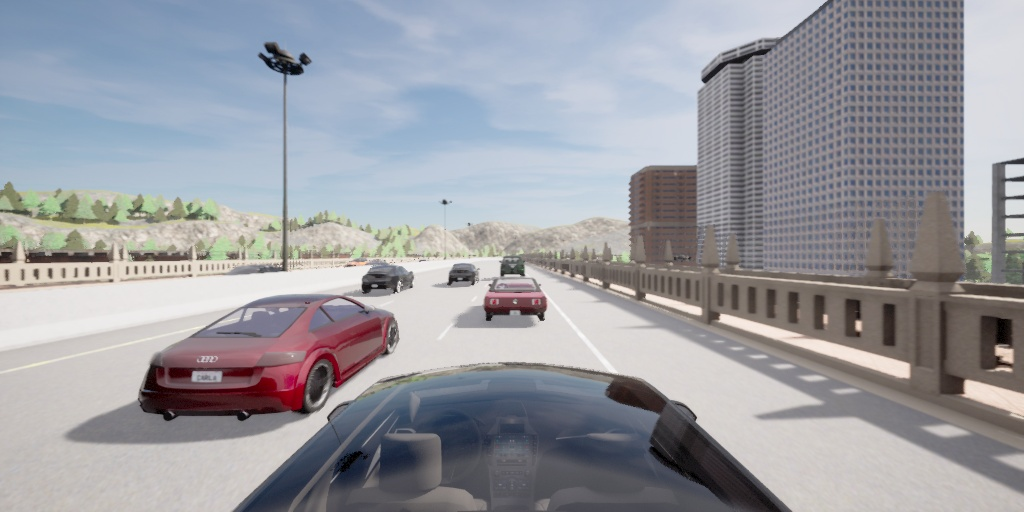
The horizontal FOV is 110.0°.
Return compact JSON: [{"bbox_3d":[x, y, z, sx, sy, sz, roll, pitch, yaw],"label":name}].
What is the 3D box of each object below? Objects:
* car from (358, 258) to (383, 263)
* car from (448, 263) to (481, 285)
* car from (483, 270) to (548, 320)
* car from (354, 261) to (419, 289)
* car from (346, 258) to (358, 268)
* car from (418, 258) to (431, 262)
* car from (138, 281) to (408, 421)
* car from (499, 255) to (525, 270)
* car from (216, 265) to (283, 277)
[{"bbox_3d":[-17.994,1.244,47.374,2.128,1.511,4.902,0,0,-1],"label":"car"},{"bbox_3d":[-3.425,1.255,25.971,1.837,1.490,4.892,0,0,0],"label":"car"},{"bbox_3d":[0.099,1.351,12.550,1.895,1.301,4.718,0,0,0],"label":"car"},{"bbox_3d":[-6.904,1.255,20.441,1.837,1.490,4.892,0,0,0],"label":"car"},{"bbox_3d":[-21.575,1.102,50.568,2.097,1.767,4.553,0,0,-1],"label":"car"},{"bbox_3d":[-14.855,1.064,60.646,1.895,1.301,4.718,0,0,-2],"label":"car"},{"bbox_3d":[-3.400,1.314,6.003,1.994,1.385,4.181,0,0,0],"label":"car"},{"bbox_3d":[0.010,0.971,32.170,2.150,2.045,5.566,0,0,-1],"label":"car"},{"bbox_3d":[-14.103,1.255,19.479,1.837,1.490,4.892,0,0,0],"label":"car"}]
